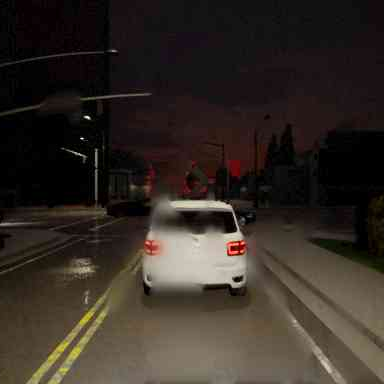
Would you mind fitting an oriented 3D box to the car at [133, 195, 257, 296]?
[{"bbox_3d":[0.079,1.221,8.778,2.150,2.045,5.566,0,0,0],"label":"car"}]

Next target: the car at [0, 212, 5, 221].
[{"bbox_3d":[-15.887,1.663,24.024,4.181,1.385,1.994,-1,0,0],"label":"car"}]

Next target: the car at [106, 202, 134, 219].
[{"bbox_3d":[-5.070,1.556,28.806,4.674,1.442,1.812,0,0,-21],"label":"car"}]

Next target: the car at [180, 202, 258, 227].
[{"bbox_3d":[1.849,1.484,22.634,5.008,1.535,1.882,0,0,17],"label":"car"}]

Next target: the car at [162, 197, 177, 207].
[{"bbox_3d":[-3.533,1.564,52.921,1.994,1.385,4.181,0,0,0],"label":"car"}]

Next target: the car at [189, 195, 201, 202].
[{"bbox_3d":[0.834,1.465,78.649,1.882,1.535,5.008,0,0,12],"label":"car"}]
